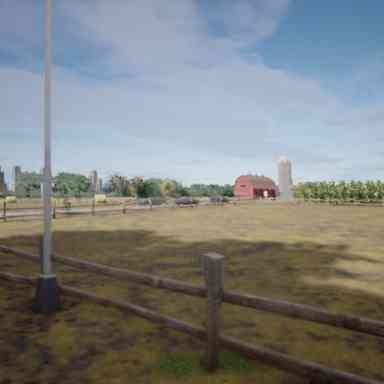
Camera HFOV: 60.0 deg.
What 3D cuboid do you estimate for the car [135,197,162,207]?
[{"bbox_3d":[-6.725,1.497,51.454,1.837,1.490,4.892,-2,-1,36],"label":"car"}]

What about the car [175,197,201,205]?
[{"bbox_3d":[-0.654,1.480,55.008,2.033,1.411,5.357,-2,-1,36],"label":"car"}]

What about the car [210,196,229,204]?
[{"bbox_3d":[5.245,1.487,63.378,1.837,1.490,4.892,-2,-1,35],"label":"car"}]

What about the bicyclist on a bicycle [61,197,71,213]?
[{"bbox_3d":[-12.526,1.306,33.027,1.656,1.620,0.582,0,0,35],"label":"bicyclist on a bicycle"}]
